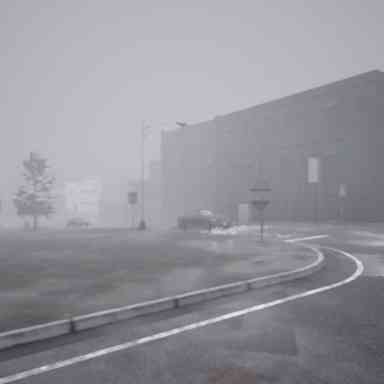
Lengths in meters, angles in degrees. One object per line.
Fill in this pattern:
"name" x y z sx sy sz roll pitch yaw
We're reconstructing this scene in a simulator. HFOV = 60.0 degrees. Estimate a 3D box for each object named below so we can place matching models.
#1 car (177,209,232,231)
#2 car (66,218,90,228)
"car" 0.746 1.907 23.382 1.812 1.442 4.674 0 -3 -37
"car" -15.666 4.219 45.558 2.033 1.411 5.357 0 -5 -36
